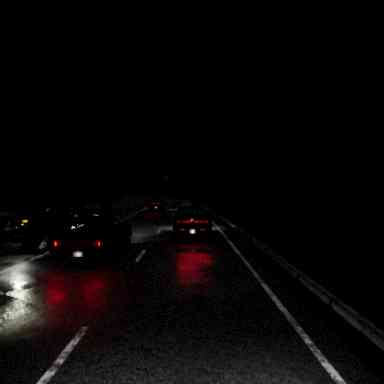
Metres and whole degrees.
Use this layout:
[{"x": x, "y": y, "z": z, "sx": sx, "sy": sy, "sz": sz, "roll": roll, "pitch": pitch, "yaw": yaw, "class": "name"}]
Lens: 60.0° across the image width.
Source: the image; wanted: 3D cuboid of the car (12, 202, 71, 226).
[{"x": -10.772, "y": 1.512, "z": 24.355, "sx": 2.033, "sy": 1.411, "sz": 5.357, "roll": 0, "pitch": 0, "yaw": -1, "class": "car"}]

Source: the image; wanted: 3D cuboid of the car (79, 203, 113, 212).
[{"x": -7.284, "y": 1.510, "z": 25.159, "sx": 2.033, "sy": 1.411, "sz": 5.357, "roll": 0, "pitch": 0, "yaw": -1, "class": "car"}]

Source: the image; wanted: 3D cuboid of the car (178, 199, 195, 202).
[{"x": -0.616, "y": 1.469, "z": 37.382, "sx": 1.812, "sy": 1.442, "sz": 4.674, "roll": 0, "pitch": 0, "yaw": -2, "class": "car"}]

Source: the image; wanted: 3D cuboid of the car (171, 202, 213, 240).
[{"x": -0.003, "y": 1.477, "z": 16.899, "sx": 1.837, "sy": 1.490, "sz": 4.892, "roll": 0, "pitch": 0, "yaw": -1, "class": "car"}]

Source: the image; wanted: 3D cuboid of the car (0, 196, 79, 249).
[{"x": -7.172, "y": 1.200, "z": 14.824, "sx": 2.150, "sy": 2.045, "sz": 5.566, "roll": 0, "pitch": 0, "yaw": 0, "class": "car"}]

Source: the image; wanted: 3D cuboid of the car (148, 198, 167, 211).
[{"x": -4.159, "y": 1.447, "z": 39.656, "sx": 1.837, "sy": 1.490, "sz": 4.892, "roll": 0, "pitch": 1, "yaw": -3, "class": "car"}]

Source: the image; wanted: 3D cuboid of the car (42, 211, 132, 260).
[{"x": -3.450, "y": 1.582, "z": 12.248, "sx": 1.895, "sy": 1.301, "sz": 4.718, "roll": 0, "pitch": 0, "yaw": 0, "class": "car"}]
